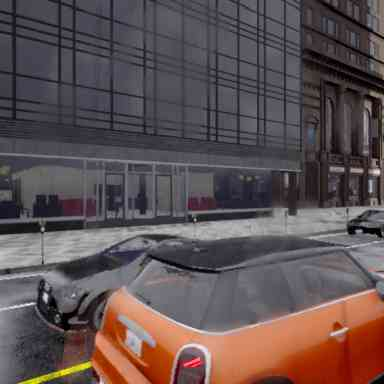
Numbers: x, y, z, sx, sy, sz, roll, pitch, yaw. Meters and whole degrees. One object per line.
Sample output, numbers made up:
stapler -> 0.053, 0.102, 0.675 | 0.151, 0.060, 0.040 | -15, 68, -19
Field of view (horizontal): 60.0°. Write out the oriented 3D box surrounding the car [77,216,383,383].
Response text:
car -> 1.210, 1.351, 4.176 | 4.553, 1.767, 2.097 | 0, 0, -35

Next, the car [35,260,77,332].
car -> -0.805, 1.564, 6.668 | 4.181, 1.385, 1.994 | 0, 0, -36

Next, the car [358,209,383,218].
car -> 9.998, 1.567, 17.645 | 4.313, 1.339, 1.947 | 0, 0, -36
